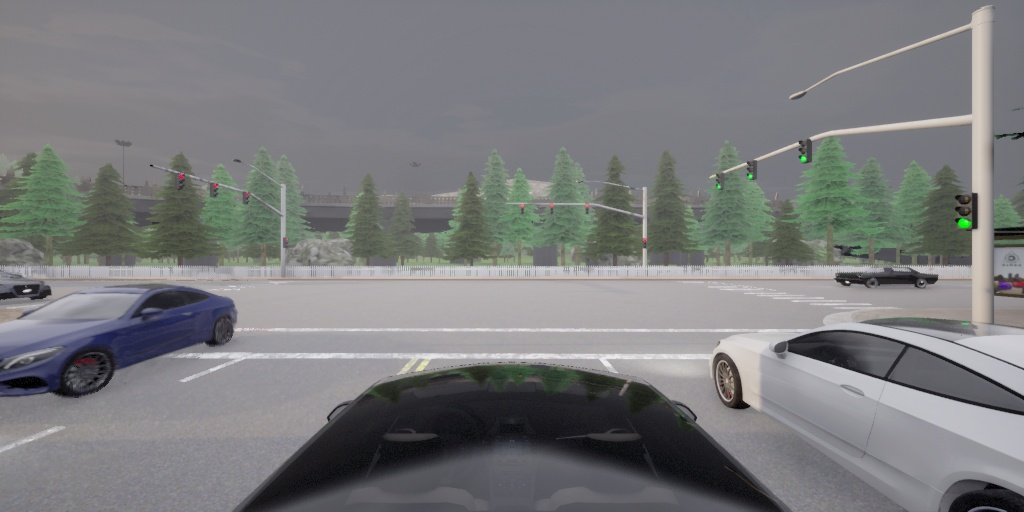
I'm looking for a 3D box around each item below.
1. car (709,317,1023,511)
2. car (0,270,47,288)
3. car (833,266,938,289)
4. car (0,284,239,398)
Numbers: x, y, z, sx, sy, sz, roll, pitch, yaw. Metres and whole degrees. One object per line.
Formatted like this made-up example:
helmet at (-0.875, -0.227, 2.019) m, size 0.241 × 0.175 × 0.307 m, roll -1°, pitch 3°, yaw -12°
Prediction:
car at (3.657, 1.276, 3.168) m, size 1.812 × 1.442 × 4.674 m, roll 0°, pitch 0°, yaw 2°
car at (-22.066, 1.258, 14.877) m, size 4.181 × 1.385 × 1.994 m, roll 0°, pitch 0°, yaw 1°
car at (22.865, 1.295, 22.071) m, size 4.718 × 1.301 × 1.895 m, roll 0°, pitch 0°, yaw 0°
car at (-7.110, 1.276, 6.553) m, size 1.812 × 1.442 × 4.674 m, roll 1°, pitch 0°, yaw -7°
